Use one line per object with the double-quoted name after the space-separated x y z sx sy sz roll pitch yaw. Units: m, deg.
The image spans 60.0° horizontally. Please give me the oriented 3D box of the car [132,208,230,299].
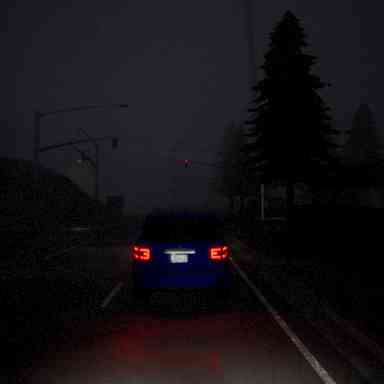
-0.240 1.439 9.239 2.150 2.045 5.566 0 -1 0 "car"
